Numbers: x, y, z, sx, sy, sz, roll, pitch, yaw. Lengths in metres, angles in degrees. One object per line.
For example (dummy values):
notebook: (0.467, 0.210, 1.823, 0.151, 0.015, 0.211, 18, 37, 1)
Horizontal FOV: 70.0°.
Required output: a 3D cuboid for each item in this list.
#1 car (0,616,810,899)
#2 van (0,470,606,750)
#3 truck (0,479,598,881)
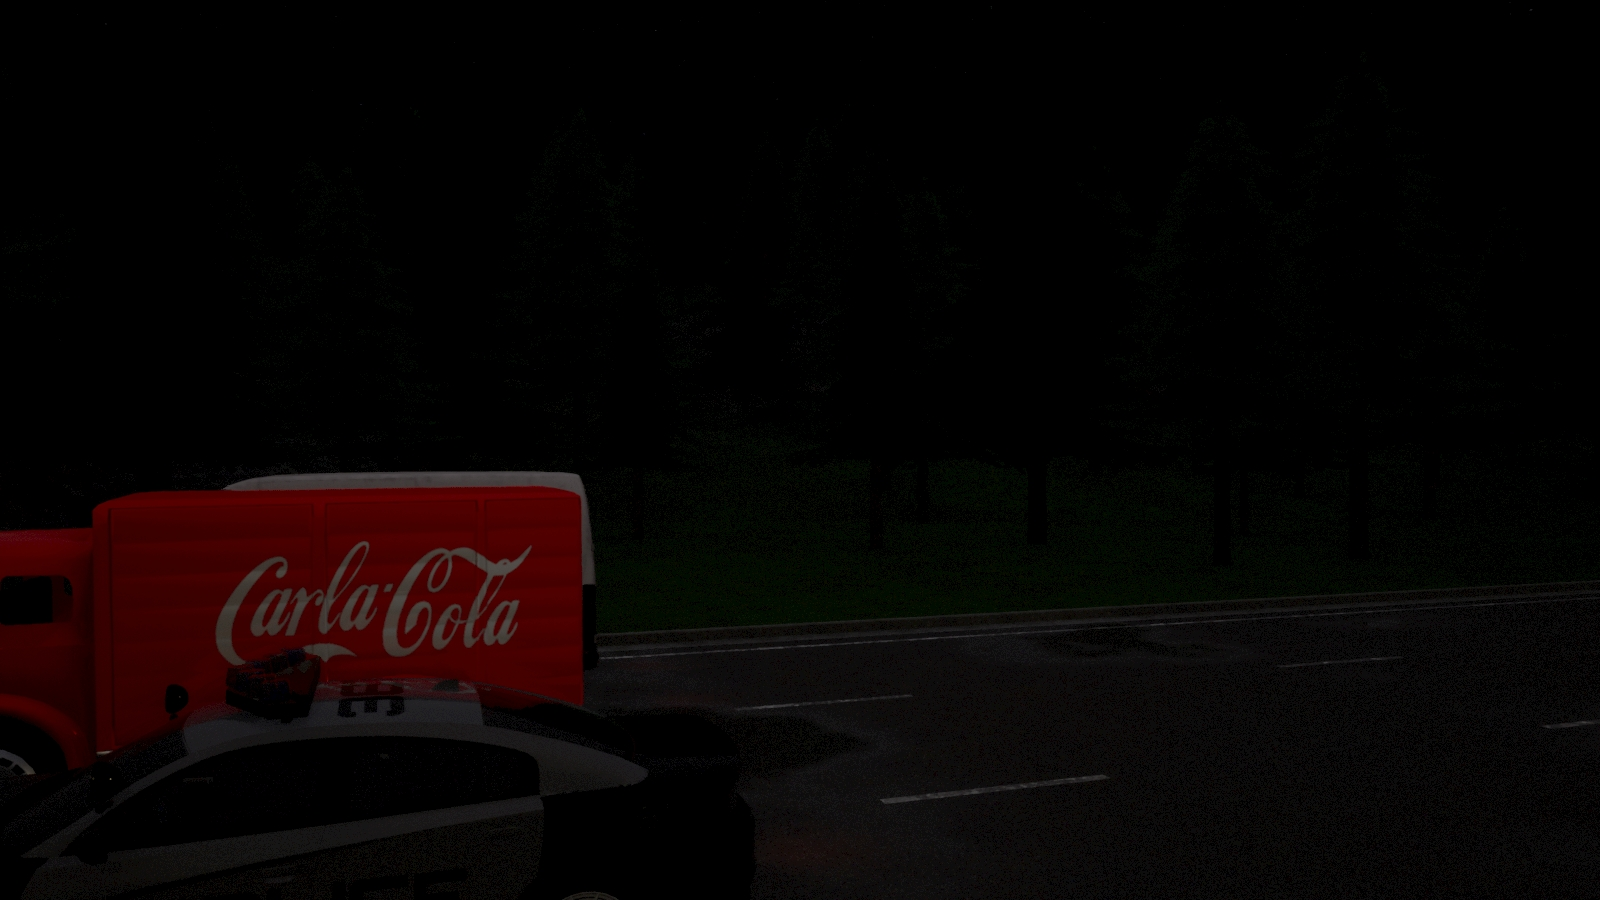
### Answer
car: (-2.766, 1.982, 6.136, 5.238, 1.638, 2.097, 0, 0, -20)
van: (-5.250, 1.534, 12.548, 5.915, 2.561, 1.988, 0, 0, -19)
truck: (-4.470, 1.558, 9.128, 5.204, 2.467, 2.627, -1, 0, -21)
